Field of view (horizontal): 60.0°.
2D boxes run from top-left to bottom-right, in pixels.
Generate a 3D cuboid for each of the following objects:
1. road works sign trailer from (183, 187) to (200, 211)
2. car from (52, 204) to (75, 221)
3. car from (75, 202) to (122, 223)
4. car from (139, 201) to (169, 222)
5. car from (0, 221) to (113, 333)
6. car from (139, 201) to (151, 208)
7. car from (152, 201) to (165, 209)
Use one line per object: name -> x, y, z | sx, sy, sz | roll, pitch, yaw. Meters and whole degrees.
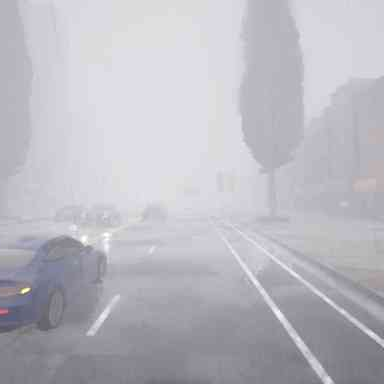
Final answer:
road works sign trailer -> -0.023, 1.079, 50.293 | 2.380, 3.560, 2.880 | 0, -1, 0
car -> -9.857, 1.759, 27.522 | 1.837, 1.490, 4.892 | 0, -1, 0
car -> -6.608, 1.567, 24.503 | 2.097, 1.767, 4.553 | 0, -1, 0
car -> -3.165, 1.781, 29.117 | 1.837, 1.490, 4.892 | 0, -1, 0
car -> -3.155, 1.565, 6.825 | 1.812, 1.442, 4.674 | 0, 0, 0
car -> -9.781, 2.613, 69.342 | 1.994, 1.385, 4.181 | 0, -2, 0
car -> -6.542, 2.456, 65.289 | 2.128, 1.511, 4.902 | 0, -1, 0
